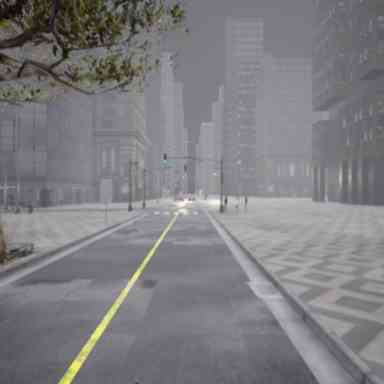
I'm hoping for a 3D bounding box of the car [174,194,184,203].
[{"bbox_3d":[-3.025,1.378,77.102,2.150,2.045,5.566,0,0,0],"label":"car"}]

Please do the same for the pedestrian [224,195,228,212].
[{"bbox_3d":[3.623,1.203,35.391,0.375,1.860,0.375,0,0,0],"label":"pedestrian"}]

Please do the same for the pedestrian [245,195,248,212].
[{"bbox_3d":[5.623,1.187,34.792,0.375,1.860,0.375,0,0,0],"label":"pedestrian"}]

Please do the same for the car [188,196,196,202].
[{"bbox_3d":[-0.027,1.702,80.646,2.033,1.411,5.357,0,0,0],"label":"car"}]

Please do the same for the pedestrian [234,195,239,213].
[{"bbox_3d":[4.623,1.196,34.192,0.375,1.860,0.375,0,0,0],"label":"pedestrian"}]
